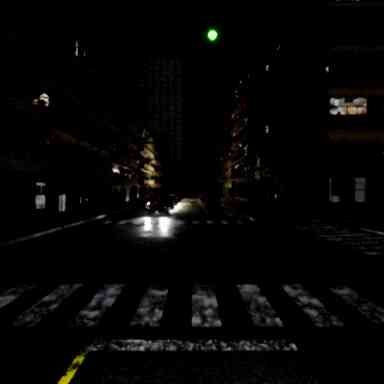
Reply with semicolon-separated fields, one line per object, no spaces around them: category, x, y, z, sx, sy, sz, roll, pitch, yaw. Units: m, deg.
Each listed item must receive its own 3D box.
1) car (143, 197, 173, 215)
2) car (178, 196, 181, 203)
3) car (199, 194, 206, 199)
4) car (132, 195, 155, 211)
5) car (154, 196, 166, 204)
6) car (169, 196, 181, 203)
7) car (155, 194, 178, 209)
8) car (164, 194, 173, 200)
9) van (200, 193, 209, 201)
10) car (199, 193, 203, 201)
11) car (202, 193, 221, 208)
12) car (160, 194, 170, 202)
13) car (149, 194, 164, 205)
car;-3.091;1.455;31.500;1.895;1.301;4.718;0;0;0
car;-3.065;1.379;50.174;1.895;1.301;4.718;0;0;0
car;2.709;1.182;87.176;1.887;1.381;4.507;-1;0;0
car;-5.686;1.381;37.433;2.008;1.369;4.403;-1;0;0
car;-5.680;1.322;59.545;1.802;1.307;4.206;-1;0;0
car;-2.991;1.338;60.299;1.895;1.301;4.718;0;0;0
car;-3.085;1.321;40.836;1.837;1.490;4.892;0;0;0
car;-5.672;1.239;81.656;1.802;1.307;4.206;-1;0;0
van;2.702;1.039;70.591;1.690;1.788;3.998;-1;0;0
car;2.701;1.291;59.536;2.008;1.369;4.403;-1;0;0
car;2.694;1.247;42.953;1.967;1.590;4.097;-1;0;0
car;-5.676;1.224;70.430;1.752;1.417;4.829;-1;0;0
car;-5.683;1.202;54.016;1.967;1.590;4.097;-1;0;0
